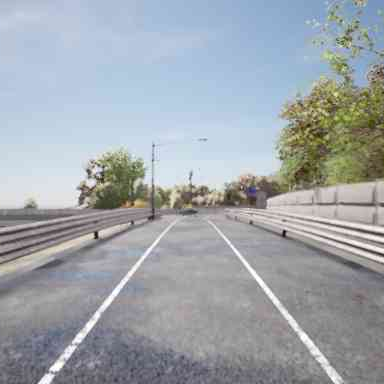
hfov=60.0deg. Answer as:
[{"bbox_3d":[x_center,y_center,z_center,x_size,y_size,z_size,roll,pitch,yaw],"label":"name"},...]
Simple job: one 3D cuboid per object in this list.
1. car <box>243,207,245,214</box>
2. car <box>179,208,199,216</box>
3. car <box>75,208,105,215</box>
[{"bbox_3d":[14.913,5.165,92.918,2.097,1.767,4.553,-1,-3,19],"label":"car"},{"bbox_3d":[-0.497,3.808,63.989,2.128,1.511,4.902,-2,-4,36],"label":"car"},{"bbox_3d":[-14.535,3.012,48.175,4.674,1.442,1.812,3,-4,-44],"label":"car"}]
